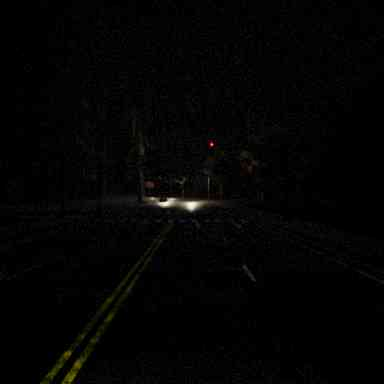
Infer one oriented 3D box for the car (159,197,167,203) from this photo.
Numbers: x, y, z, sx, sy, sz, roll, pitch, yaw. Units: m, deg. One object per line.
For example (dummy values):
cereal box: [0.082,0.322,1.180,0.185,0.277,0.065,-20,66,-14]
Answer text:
car: [-7.142,1.979,82.937,1.882,1.535,5.008,0,0,-3]
